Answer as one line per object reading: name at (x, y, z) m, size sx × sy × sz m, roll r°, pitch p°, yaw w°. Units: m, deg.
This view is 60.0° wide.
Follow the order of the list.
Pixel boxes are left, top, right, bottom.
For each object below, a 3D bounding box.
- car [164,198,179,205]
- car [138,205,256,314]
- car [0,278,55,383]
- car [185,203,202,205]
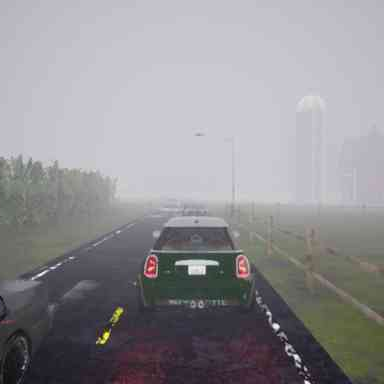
car at (-2.715, 1.592, 45.674) m, size 2.033 × 1.411 × 5.357 m, roll 0°, pitch 0°, yaw 0°
car at (0.098, 1.344, 7.775) m, size 2.097 × 1.767 × 4.553 m, roll 0°, pitch 0°, yaw 0°
car at (-2.844, 1.545, 2.358) m, size 2.033 × 1.411 × 5.357 m, roll 0°, pitch 0°, yaw 0°
car at (0.128, 1.580, 27.011) m, size 1.895 × 1.301 × 4.718 m, roll 0°, pitch 0°, yaw -1°
